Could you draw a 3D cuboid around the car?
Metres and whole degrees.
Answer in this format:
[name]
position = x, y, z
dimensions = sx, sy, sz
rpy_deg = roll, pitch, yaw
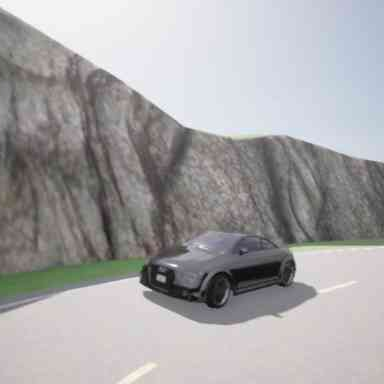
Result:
[car]
position = 0.812, 1.666, 8.206
dimensions = 4.181, 1.385, 1.994
rpy_deg = 3, -1, -43
